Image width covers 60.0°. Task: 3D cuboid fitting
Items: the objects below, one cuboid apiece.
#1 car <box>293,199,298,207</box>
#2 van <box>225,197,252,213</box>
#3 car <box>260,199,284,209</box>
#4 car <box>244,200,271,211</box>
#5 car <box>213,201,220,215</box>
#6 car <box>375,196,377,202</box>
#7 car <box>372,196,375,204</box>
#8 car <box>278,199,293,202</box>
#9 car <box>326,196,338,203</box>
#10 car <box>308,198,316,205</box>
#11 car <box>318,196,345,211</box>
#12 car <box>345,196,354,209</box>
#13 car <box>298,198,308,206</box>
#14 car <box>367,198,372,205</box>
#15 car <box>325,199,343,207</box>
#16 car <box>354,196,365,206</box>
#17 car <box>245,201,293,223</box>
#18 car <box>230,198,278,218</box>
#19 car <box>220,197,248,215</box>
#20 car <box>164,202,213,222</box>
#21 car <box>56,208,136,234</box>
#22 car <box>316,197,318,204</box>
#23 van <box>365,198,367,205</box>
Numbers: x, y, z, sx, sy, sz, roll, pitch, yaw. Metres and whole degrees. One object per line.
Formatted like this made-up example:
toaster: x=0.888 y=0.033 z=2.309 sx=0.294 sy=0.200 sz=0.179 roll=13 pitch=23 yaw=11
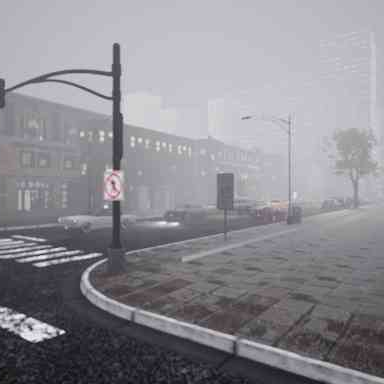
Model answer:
car: x=15.328 y=1.816 z=54.604 sx=2.008 sy=1.369 sz=4.403 roll=0 pitch=-1 yaw=35
van: x=5.806 y=1.519 z=41.035 sx=1.690 sy=1.788 sz=3.998 roll=0 pitch=0 yaw=35
car: x=12.056 y=1.760 z=49.941 sx=1.752 sy=1.417 sz=4.829 roll=0 pitch=-1 yaw=35
car: x=8.980 y=1.757 z=45.557 sx=2.008 sy=1.369 sz=4.403 roll=0 pitch=0 yaw=35
car: x=2.535 y=1.675 z=36.371 sx=1.752 sy=1.417 sz=4.829 roll=0 pitch=0 yaw=35
car: x=41.231 y=2.037 z=76.932 sx=1.802 sy=1.307 sz=4.206 roll=0 pitch=-1 yaw=35
car: x=38.155 y=1.948 z=72.549 sx=1.752 sy=1.417 sz=4.829 roll=0 pitch=-1 yaw=35
car: x=11.241 y=1.685 z=44.187 sx=1.882 sy=1.535 sz=5.008 roll=0 pitch=0 yaw=36
car: x=34.371 y=1.894 z=81.746 sx=1.967 sy=1.590 sz=4.097 roll=0 pitch=-1 yaw=35
car: x=21.676 y=1.877 z=63.652 sx=2.008 sy=1.369 sz=4.403 roll=0 pitch=-1 yaw=35
car: x=19.014 y=1.677 z=45.269 sx=1.967 sy=1.590 sz=4.097 roll=0 pitch=-1 yaw=35
car: x=22.188 y=1.582 z=49.793 sx=2.192 sy=1.841 sz=5.009 roll=0 pitch=-1 yaw=35
car: x=18.502 y=1.847 z=59.128 sx=2.008 sy=1.369 sz=4.403 roll=0 pitch=-1 yaw=35
car: x=34.884 y=1.972 z=67.885 sx=1.802 sy=1.307 sz=4.206 roll=0 pitch=-1 yaw=35
car: x=24.943 y=1.914 z=58.219 sx=1.895 sy=1.301 sz=4.718 roll=0 pitch=0 yaw=35
car: x=28.536 y=1.643 z=58.841 sx=2.192 sy=1.841 sz=5.009 roll=0 pitch=-1 yaw=35
car: x=6.363 y=1.670 z=27.145 sx=1.887 sy=1.381 sz=4.507 roll=0 pitch=0 yaw=35
car: x=5.932 y=1.631 z=31.134 sx=2.128 sy=1.511 sz=4.902 roll=0 pitch=0 yaw=35
car: x=5.374 y=1.508 z=35.883 sx=2.097 sy=1.767 sz=4.553 roll=0 pitch=0 yaw=35
car: x=-0.429 y=1.672 z=27.616 sx=1.994 sy=1.385 sz=4.181 roll=0 pitch=0 yaw=36
car: x=-5.676 y=1.669 z=20.153 sx=1.895 sy=1.301 sz=4.718 roll=0 pitch=0 yaw=35
car: x=28.023 y=1.829 z=72.698 sx=1.967 sy=1.590 sz=4.097 roll=0 pitch=-1 yaw=35
van: x=31.710 y=1.700 z=63.364 sx=1.690 sy=1.788 sz=3.998 roll=0 pitch=-1 yaw=35
